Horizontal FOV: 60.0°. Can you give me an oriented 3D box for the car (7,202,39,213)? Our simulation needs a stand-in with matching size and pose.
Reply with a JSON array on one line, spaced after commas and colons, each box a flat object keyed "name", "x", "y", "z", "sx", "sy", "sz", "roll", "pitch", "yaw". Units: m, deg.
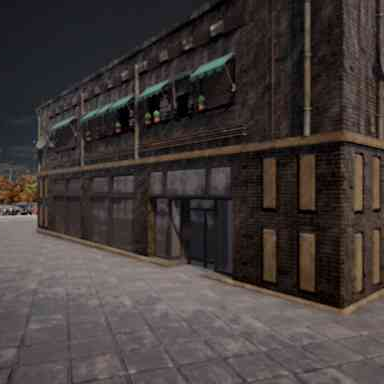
[{"name": "car", "x": -33.351, "y": 2.934, "z": 65.580, "sx": 5.566, "sy": 2.045, "sz": 2.435, "roll": 0, "pitch": -1, "yaw": 19}]

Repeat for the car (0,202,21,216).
[{"name": "car", "x": -26.470, "y": 2.495, "z": 45.607, "sx": 4.553, "sy": 1.767, "sz": 2.185, "roll": 0, "pitch": -3, "yaw": 19}]

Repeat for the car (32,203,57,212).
[{"name": "car", "x": -31.497, "y": 3.190, "z": 70.839, "sx": 4.553, "sy": 1.767, "sz": 2.185, "roll": 0, "pitch": -1, "yaw": 19}]

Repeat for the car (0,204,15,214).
[{"name": "car", "x": -35.009, "y": 3.019, "z": 60.245, "sx": 5.366, "sy": 1.575, "sz": 1.946, "roll": 0, "pitch": -2, "yaw": 19}]

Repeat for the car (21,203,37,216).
[{"name": "car", "x": -25.547, "y": 2.769, "z": 48.228, "sx": 4.792, "sy": 1.488, "sz": 2.163, "roll": 0, "pitch": -2, "yaw": 19}]
